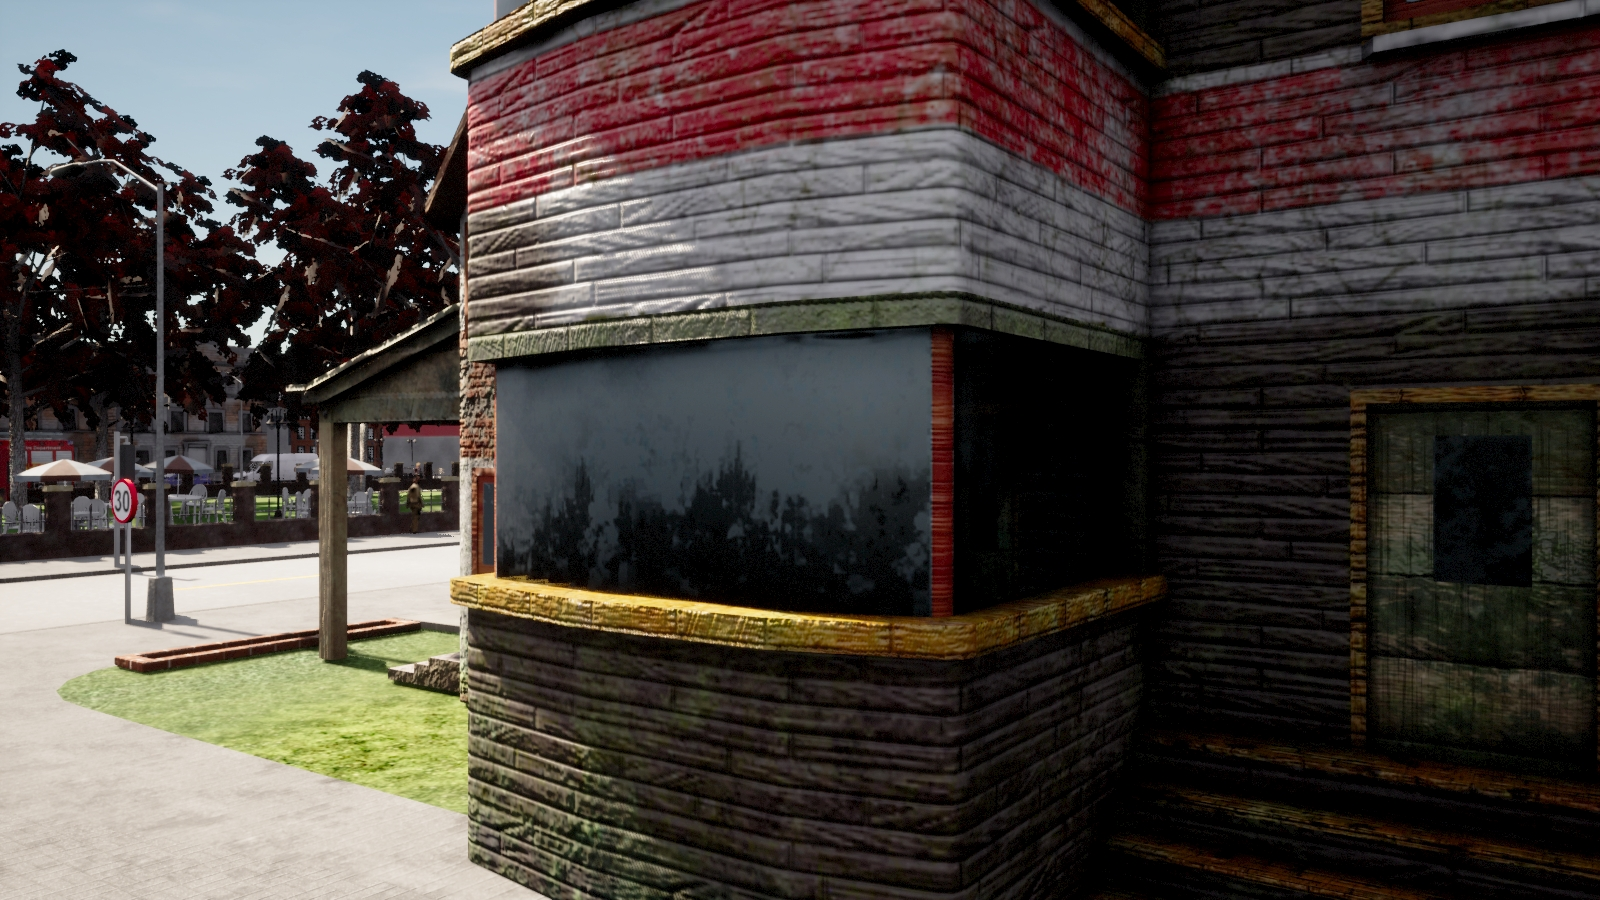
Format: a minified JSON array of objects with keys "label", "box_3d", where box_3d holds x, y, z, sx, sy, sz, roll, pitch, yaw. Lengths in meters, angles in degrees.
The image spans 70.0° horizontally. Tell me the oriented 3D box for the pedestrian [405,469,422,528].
[{"label":"pedestrian","box_3d":[-12.249,1.525,36.197,0.375,1.860,0.375,0,0,35]}]
